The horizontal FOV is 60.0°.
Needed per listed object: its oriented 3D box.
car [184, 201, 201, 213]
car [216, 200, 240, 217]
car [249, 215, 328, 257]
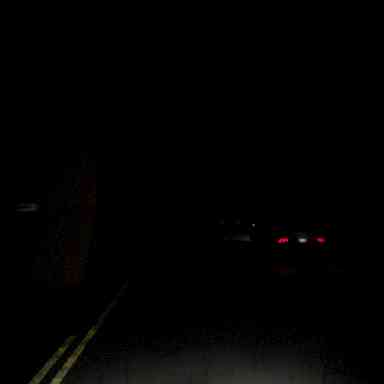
[{"bbox_3d":[0.108,1.824,41.727,1.812,1.442,4.674,0,-1,0],"label":"car"},{"bbox_3d":[3.611,1.594,33.796,2.097,1.767,4.553,0,0,0],"label":"car"},{"bbox_3d":[3.604,1.644,13.335,2.033,1.411,5.357,0,0,0],"label":"car"}]
